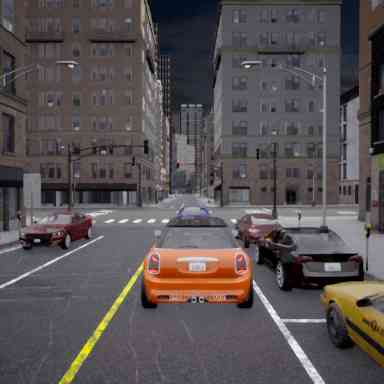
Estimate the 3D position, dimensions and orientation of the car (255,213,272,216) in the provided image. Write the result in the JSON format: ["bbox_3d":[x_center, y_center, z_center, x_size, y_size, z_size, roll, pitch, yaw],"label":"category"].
[{"bbox_3d":[2.870,1.577,14.439,1.802,1.307,4.206,-1,0,0],"label":"car"}]

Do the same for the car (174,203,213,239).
[{"bbox_3d":[0.105,1.472,18.339,1.882,1.535,5.008,0,0,1],"label":"car"}]

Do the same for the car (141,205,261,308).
[{"bbox_3d":[0.099,1.350,8.051,2.097,1.767,4.553,0,0,0],"label":"car"}]

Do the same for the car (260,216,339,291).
[{"bbox_3d":[2.869,1.563,8.854,1.947,1.339,4.313,-1,0,0],"label":"car"}]

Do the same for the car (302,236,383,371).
[{"bbox_3d":[2.867,1.524,3.437,1.752,1.417,4.829,-1,0,0],"label":"car"}]

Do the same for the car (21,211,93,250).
[{"bbox_3d":[-5.675,1.540,14.438,1.887,1.381,4.507,-1,0,0],"label":"car"}]
